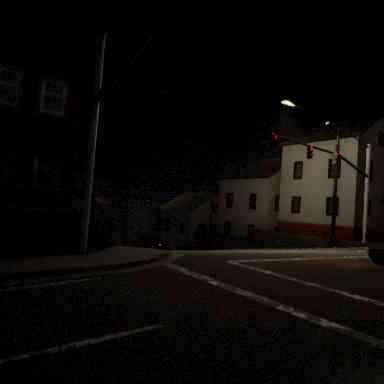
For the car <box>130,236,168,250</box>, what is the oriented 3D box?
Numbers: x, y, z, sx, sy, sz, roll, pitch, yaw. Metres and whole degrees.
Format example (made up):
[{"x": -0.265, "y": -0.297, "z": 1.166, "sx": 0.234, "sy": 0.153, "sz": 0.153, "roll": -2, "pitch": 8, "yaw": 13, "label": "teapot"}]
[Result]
[{"x": -3.859, "y": 4.599, "z": 29.580, "sx": 1.994, "sy": 1.385, "sz": 4.181, "roll": 6, "pitch": -13, "yaw": -35, "label": "car"}]

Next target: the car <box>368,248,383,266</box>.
[{"x": 8.933, "y": 2.485, "z": 11.545, "sx": 1.895, "sy": 1.301, "sz": 4.718, "roll": 7, "pitch": -4, "yaw": -34, "label": "car"}]
